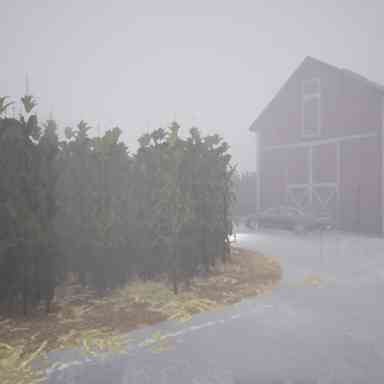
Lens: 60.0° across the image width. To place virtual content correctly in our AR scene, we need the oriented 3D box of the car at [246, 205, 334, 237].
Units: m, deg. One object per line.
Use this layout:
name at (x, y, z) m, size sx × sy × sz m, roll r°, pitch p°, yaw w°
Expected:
car at (5.118, 1.483, 18.056) m, size 2.128 × 1.511 × 4.902 m, roll 0°, pitch 0°, yaw -40°
